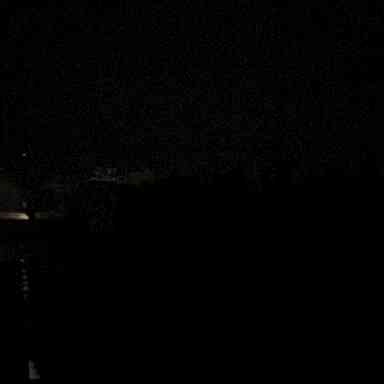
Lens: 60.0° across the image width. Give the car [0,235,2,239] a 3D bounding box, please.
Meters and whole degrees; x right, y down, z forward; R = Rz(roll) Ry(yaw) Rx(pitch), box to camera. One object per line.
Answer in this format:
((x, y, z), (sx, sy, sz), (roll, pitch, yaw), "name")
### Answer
((-7.237, 1.828, 10.489), (1.882, 1.535, 5.008), (3, -3, -28), "car")
